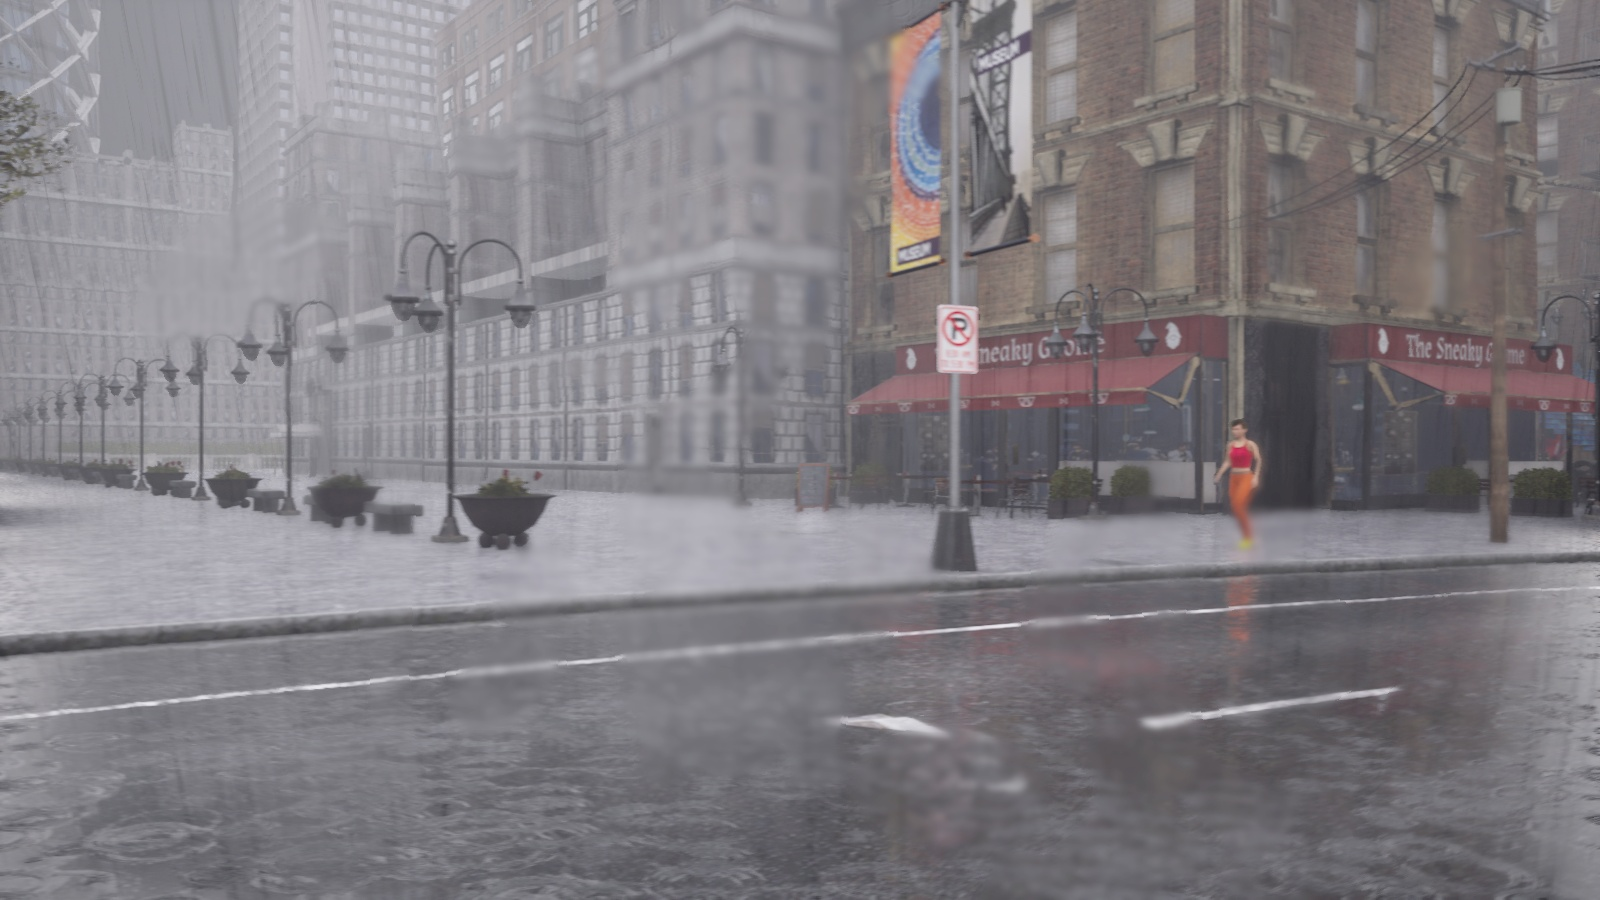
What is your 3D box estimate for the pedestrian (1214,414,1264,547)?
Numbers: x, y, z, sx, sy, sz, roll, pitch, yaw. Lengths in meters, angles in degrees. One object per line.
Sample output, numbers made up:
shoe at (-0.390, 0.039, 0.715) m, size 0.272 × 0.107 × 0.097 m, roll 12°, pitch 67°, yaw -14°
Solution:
pedestrian at (6.168, 0.427, 17.630) m, size 0.594 × 1.836 × 0.345 m, roll 0°, pitch 0°, yaw -28°
